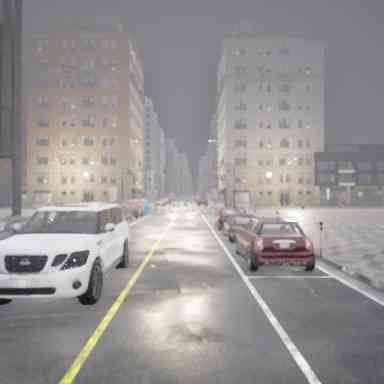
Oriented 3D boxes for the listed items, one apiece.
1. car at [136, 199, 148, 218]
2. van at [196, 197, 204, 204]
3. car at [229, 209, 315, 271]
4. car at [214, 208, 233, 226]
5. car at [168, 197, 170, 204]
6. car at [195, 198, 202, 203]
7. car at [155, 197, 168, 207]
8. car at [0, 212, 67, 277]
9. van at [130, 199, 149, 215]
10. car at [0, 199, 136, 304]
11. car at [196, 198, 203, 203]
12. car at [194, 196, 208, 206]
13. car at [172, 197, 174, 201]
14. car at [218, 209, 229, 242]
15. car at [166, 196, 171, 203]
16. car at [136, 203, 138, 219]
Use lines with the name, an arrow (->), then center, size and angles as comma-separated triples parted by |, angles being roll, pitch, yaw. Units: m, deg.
car -> -6.131, 1.667, 33.792 | 2.192, 1.841, 5.009 | 0, -1, 0
van -> 1.981, 2.061, 83.460 | 1.690, 1.788, 3.998 | 0, 0, 0
car -> 2.583, 1.550, 11.280 | 1.967, 1.590, 4.097 | 0, -1, 0
car -> 2.489, 1.767, 22.557 | 1.887, 1.381, 4.507 | 0, -1, 0
car -> -6.450, 2.222, 72.100 | 1.947, 1.339, 4.313 | 0, 0, 0
car -> 1.885, 2.327, 94.941 | 1.752, 1.417, 4.829 | 0, 0, 0
car -> -6.401, 2.139, 66.275 | 1.752, 1.417, 4.829 | 0, 0, 0
car -> -5.943, 1.568, 11.233 | 1.967, 1.590, 4.097 | 0, -1, 0
van -> -6.178, 1.747, 39.432 | 1.690, 1.788, 3.998 | 0, -1, 0
car -> -3.063, 1.319, 8.719 | 2.150, 2.045, 5.566 | 0, -1, 0
car -> 1.934, 2.342, 89.113 | 1.802, 1.307, 4.206 | 0, 0, 0
car -> 2.123, 1.912, 66.490 | 2.192, 1.841, 5.009 | 0, 0, 0
car -> -6.592, 2.093, 89.065 | 2.192, 1.841, 5.009 | 0, 0, 0
car -> 2.537, 1.748, 16.917 | 1.802, 1.307, 4.206 | 0, -1, 0
car -> -6.495, 2.221, 77.584 | 1.752, 1.417, 4.829 | 0, 0, 0
car -> -6.084, 1.862, 28.150 | 1.947, 1.339, 4.313 | 0, -1, 0
